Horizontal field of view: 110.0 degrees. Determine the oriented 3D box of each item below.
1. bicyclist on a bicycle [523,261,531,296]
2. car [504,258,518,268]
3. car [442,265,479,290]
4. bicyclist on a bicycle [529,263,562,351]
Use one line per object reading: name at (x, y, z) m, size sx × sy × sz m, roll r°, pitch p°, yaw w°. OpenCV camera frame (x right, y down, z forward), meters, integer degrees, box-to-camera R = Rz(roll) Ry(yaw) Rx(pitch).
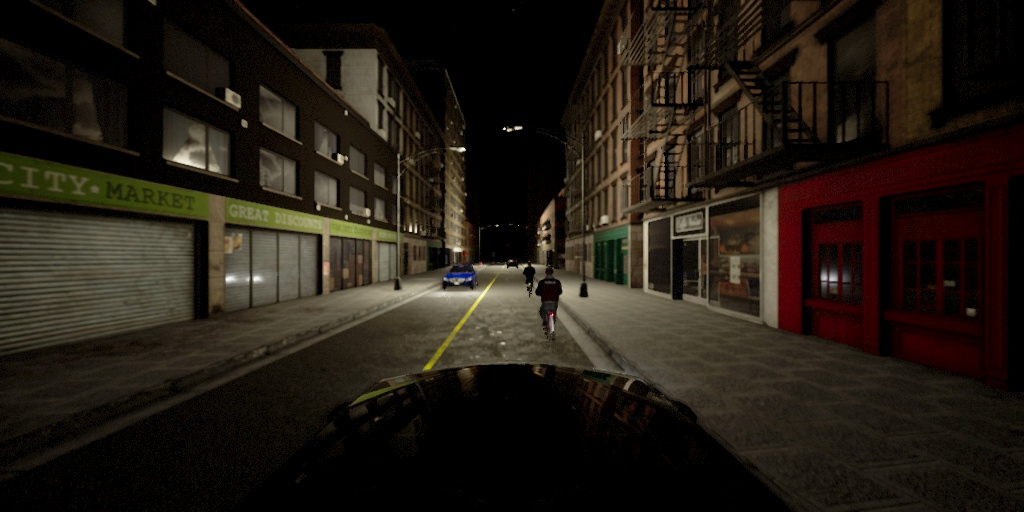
bicyclist on a bicycle at (0.824, 1.118, 17.122) m, size 0.659 × 1.776 × 1.843 m, roll 0°, pitch 0°, yaw 0°
car at (0.086, 1.271, 60.111) m, size 2.033 × 1.411 × 5.357 m, roll 0°, pitch 0°, yaw 0°
car at (-3.102, 1.273, 22.427) m, size 1.812 × 1.442 × 4.674 m, roll 0°, pitch 0°, yaw 0°
bicyclist on a bicycle at (0.824, 1.120, 8.121) m, size 0.659 × 1.776 × 1.843 m, roll 0°, pitch 0°, yaw 0°
